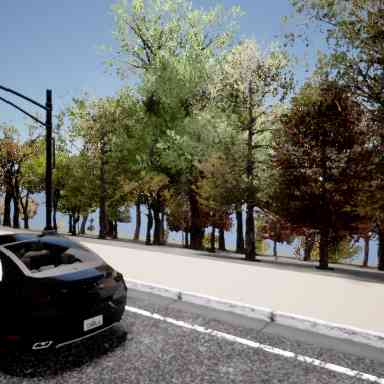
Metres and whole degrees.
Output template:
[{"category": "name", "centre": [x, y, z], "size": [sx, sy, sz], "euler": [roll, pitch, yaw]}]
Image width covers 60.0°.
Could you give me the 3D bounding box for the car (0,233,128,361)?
[{"category": "car", "centre": [-3.233, 1.507, 5.953], "size": [4.892, 1.490, 1.837], "euler": [0, 0, 38]}]
